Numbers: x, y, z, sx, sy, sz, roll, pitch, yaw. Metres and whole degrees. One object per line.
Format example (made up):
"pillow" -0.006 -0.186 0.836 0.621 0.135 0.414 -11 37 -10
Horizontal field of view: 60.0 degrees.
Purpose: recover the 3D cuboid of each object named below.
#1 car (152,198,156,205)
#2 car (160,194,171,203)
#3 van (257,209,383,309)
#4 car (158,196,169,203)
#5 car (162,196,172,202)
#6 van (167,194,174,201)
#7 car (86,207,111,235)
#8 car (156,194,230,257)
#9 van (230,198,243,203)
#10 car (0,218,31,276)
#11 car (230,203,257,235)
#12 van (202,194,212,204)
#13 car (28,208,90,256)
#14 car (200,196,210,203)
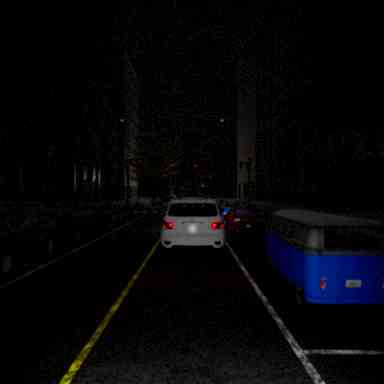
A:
"car" -5.755 1.525 56.562 1.752 1.417 4.829 0 0 0
"car" -5.745 1.324 72.602 2.192 1.841 5.009 0 0 0
"van" 2.779 1.338 7.569 1.690 1.788 3.998 0 0 0
"car" -5.746 1.550 67.312 1.887 1.381 4.507 0 0 0
"car" -5.744 1.564 77.890 2.008 1.369 4.403 0 0 0
"van" -5.742 1.365 88.468 1.690 1.788 3.998 0 0 0
"car" -5.773 1.539 18.639 1.887 1.381 4.507 0 0 0
"car" 0.089 1.216 13.113 2.150 2.045 5.566 0 0 1
"van" 2.785 1.334 24.144 1.690 1.788 3.998 0 0 0
"car" -5.772 1.542 7.588 1.887 1.381 4.507 0 0 0
"car" 2.782 1.539 18.619 1.887 1.381 4.507 0 0 0
"van" 2.778 1.343 62.129 1.690 1.788 3.998 0 0 0
"car" -5.772 1.540 13.113 1.887 1.381 4.507 0 0 0
"car" 2.780 1.554 72.955 1.887 1.381 4.507 0 0 0
